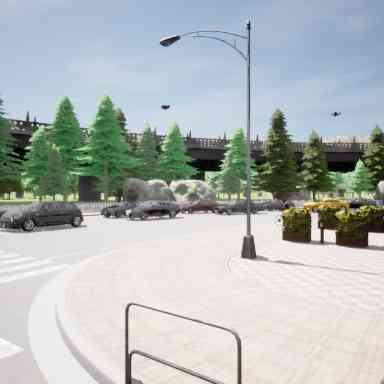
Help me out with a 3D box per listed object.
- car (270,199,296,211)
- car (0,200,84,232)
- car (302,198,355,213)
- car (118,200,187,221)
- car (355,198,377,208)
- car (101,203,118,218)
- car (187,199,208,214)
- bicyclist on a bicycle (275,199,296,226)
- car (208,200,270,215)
[{"bbox_3d":[9.878,1.510,38.691,4.181,1.385,1.994,0,0,-14],"label":"car"},{"bbox_3d":[-8.939,1.299,20.049,2.097,1.767,4.553,0,0,37],"label":"car"},{"bbox_3d":[14.556,1.423,36.274,5.008,1.535,1.882,0,0,-7],"label":"car"},{"bbox_3d":[-3.143,1.438,27.120,4.902,1.511,2.128,0,0,-44],"label":"car"},{"bbox_3d":[19.672,1.437,40.196,4.902,1.511,2.128,0,0,0],"label":"car"},{"bbox_3d":[-5.843,1.511,29.214,1.994,1.385,4.181,0,0,45],"label":"car"},{"bbox_3d":[0.810,1.472,34.698,4.674,1.442,1.812,0,0,-30],"label":"car"},{"bbox_3d":[5.582,1.246,19.573,0.582,1.620,1.656,0,0,-44],"label":"bicyclist on a bicycle"},{"bbox_3d":[4.684,1.494,33.044,5.357,1.411,2.033,0,0,-26],"label":"car"}]
